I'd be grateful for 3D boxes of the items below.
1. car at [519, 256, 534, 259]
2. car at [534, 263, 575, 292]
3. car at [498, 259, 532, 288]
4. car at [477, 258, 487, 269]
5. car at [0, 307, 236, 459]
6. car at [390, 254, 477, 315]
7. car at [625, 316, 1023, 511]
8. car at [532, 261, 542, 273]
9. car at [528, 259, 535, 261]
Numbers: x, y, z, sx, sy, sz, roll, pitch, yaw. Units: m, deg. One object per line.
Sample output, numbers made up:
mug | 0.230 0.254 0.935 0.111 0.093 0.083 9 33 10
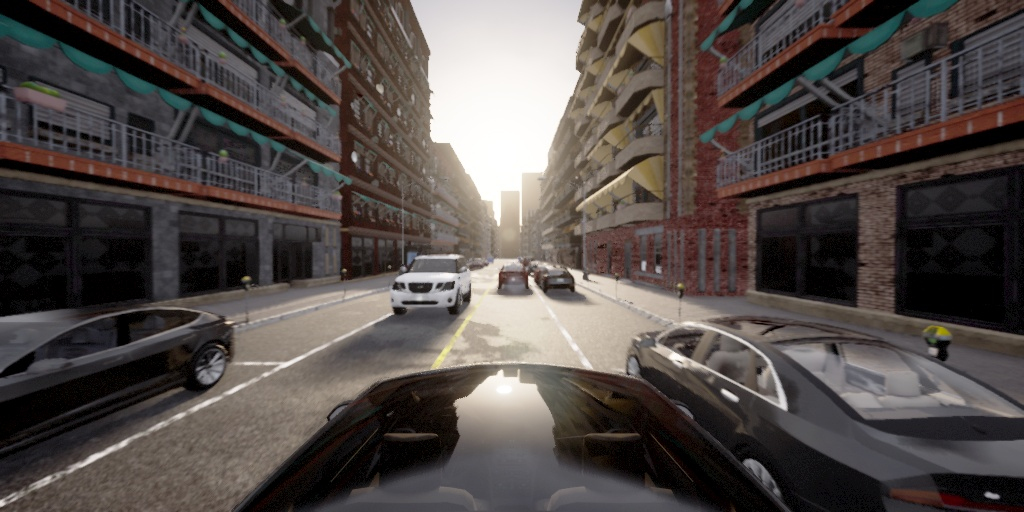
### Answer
car | 2.534 0.999 54.704 2.192 1.841 5.009 0 0 0
car | 2.525 1.289 20.718 1.948 1.339 4.313 0 0 0
car | 0.087 1.197 23.477 1.882 1.535 5.008 0 0 0
car | -5.336 1.124 54.935 1.967 1.591 4.097 0 0 0
car | -5.316 1.312 4.075 1.948 1.339 4.313 0 0 0
car | -2.852 0.954 13.872 2.150 2.045 5.566 0 0 0
car | 2.531 1.298 3.725 2.007 1.370 4.403 0 0 0
car | 2.523 1.261 26.382 1.888 1.381 4.507 0 0 0
car | 2.518 1.253 37.711 2.007 1.370 4.403 0 0 0
